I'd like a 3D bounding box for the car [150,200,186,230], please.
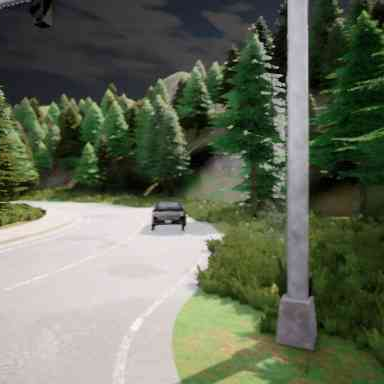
[{"bbox_3d":[-1.368,1.223,19.019,2.128,1.511,4.902,0,1,-4],"label":"car"}]
